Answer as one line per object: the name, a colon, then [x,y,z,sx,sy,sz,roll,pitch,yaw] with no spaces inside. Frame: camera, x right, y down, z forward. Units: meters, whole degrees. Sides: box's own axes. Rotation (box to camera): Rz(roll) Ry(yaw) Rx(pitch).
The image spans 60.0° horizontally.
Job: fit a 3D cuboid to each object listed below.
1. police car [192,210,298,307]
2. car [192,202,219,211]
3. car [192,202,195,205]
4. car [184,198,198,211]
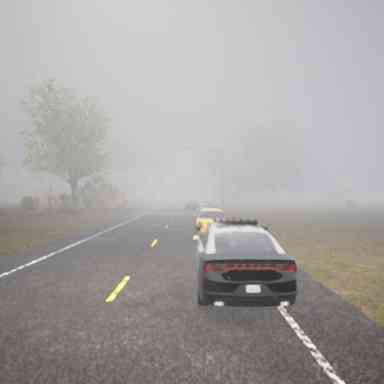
police car: [1.056,1.481,8.315,1.930,1.638,5.238,0,0,0]
car: [1.063,1.574,18.395,1.801,1.575,5.366,0,0,0]
car: [1.066,1.680,24.204,1.812,1.442,4.674,0,0,0]
car: [0.064,1.836,46.164,1.994,1.385,4.181,0,0,2]
